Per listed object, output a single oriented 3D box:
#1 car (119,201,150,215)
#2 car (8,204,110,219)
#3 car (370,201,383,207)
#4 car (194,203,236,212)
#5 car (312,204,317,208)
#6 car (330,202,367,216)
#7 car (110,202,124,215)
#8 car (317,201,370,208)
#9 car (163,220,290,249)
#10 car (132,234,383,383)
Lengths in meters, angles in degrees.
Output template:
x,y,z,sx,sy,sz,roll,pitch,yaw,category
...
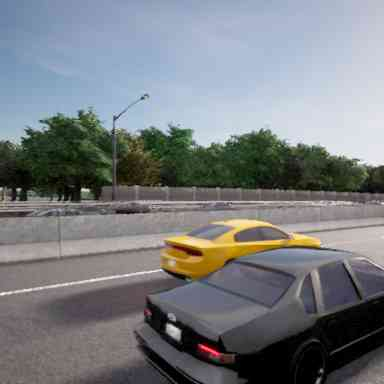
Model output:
x,y,z,sx,sy,sz,roll,pitch,yaw,category
-6.138,1.563,29.688,4.902,1.511,2.128,0,0,-35,car
-6.908,1.512,16.254,4.902,1.511,2.128,0,0,-35,car
26.362,2.143,48.439,4.892,1.490,1.837,0,0,-35,car
2.182,1.705,31.312,4.181,1.385,1.994,1,0,-35,car
19.204,2.031,47.689,4.674,1.442,1.812,2,-1,-35,car
18.122,1.910,38.351,4.674,1.442,1.812,2,-1,-35,car
-7.029,1.538,20.465,4.892,1.490,1.837,0,0,-35,car
14.393,1.747,31.409,5.008,1.535,1.882,1,0,-35,car
1.541,1.514,9.134,5.008,1.535,1.882,0,0,-35,car
1.839,1.572,5.051,5.357,1.411,2.033,0,0,-35,car
